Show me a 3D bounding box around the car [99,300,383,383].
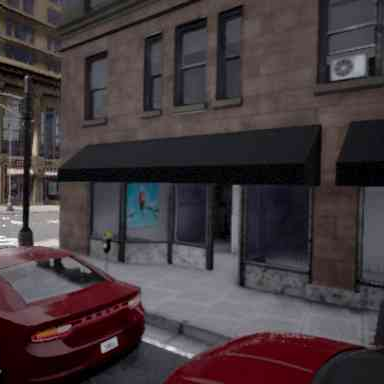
[{"bbox_3d":[1.778,1.552,1.682,4.507,1.381,1.887,1,1,35],"label":"car"}]

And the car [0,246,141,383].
[{"bbox_3d":[-2.706,1.481,4.876,4.507,1.381,1.887,1,1,35],"label":"car"}]
